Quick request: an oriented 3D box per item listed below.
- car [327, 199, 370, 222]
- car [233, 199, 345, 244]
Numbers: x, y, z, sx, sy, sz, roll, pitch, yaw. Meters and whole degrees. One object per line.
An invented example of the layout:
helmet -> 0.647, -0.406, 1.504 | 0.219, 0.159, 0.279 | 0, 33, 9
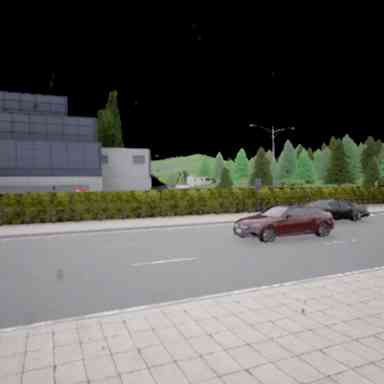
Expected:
car -> 8.162, 1.126, 19.969 | 5.357, 1.411, 2.033 | -1, 1, -24
car -> 4.008, 1.252, 14.290 | 4.674, 1.442, 1.812 | -1, 1, -24
